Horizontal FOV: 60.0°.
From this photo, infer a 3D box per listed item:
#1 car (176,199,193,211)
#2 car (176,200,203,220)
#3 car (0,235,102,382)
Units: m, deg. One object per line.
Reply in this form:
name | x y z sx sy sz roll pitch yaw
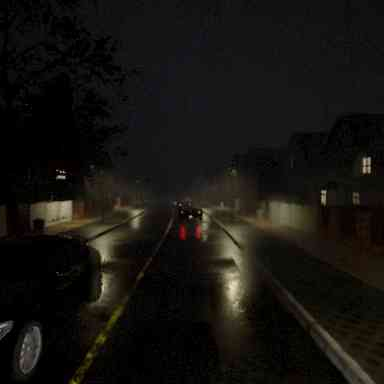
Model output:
car | -1.016 1.611 42.631 1.895 1.301 4.718 0 0 -4
car | -0.169 1.578 27.167 1.895 1.301 4.718 0 0 -2
car | -2.840 1.513 5.558 1.812 1.442 4.674 0 0 0
